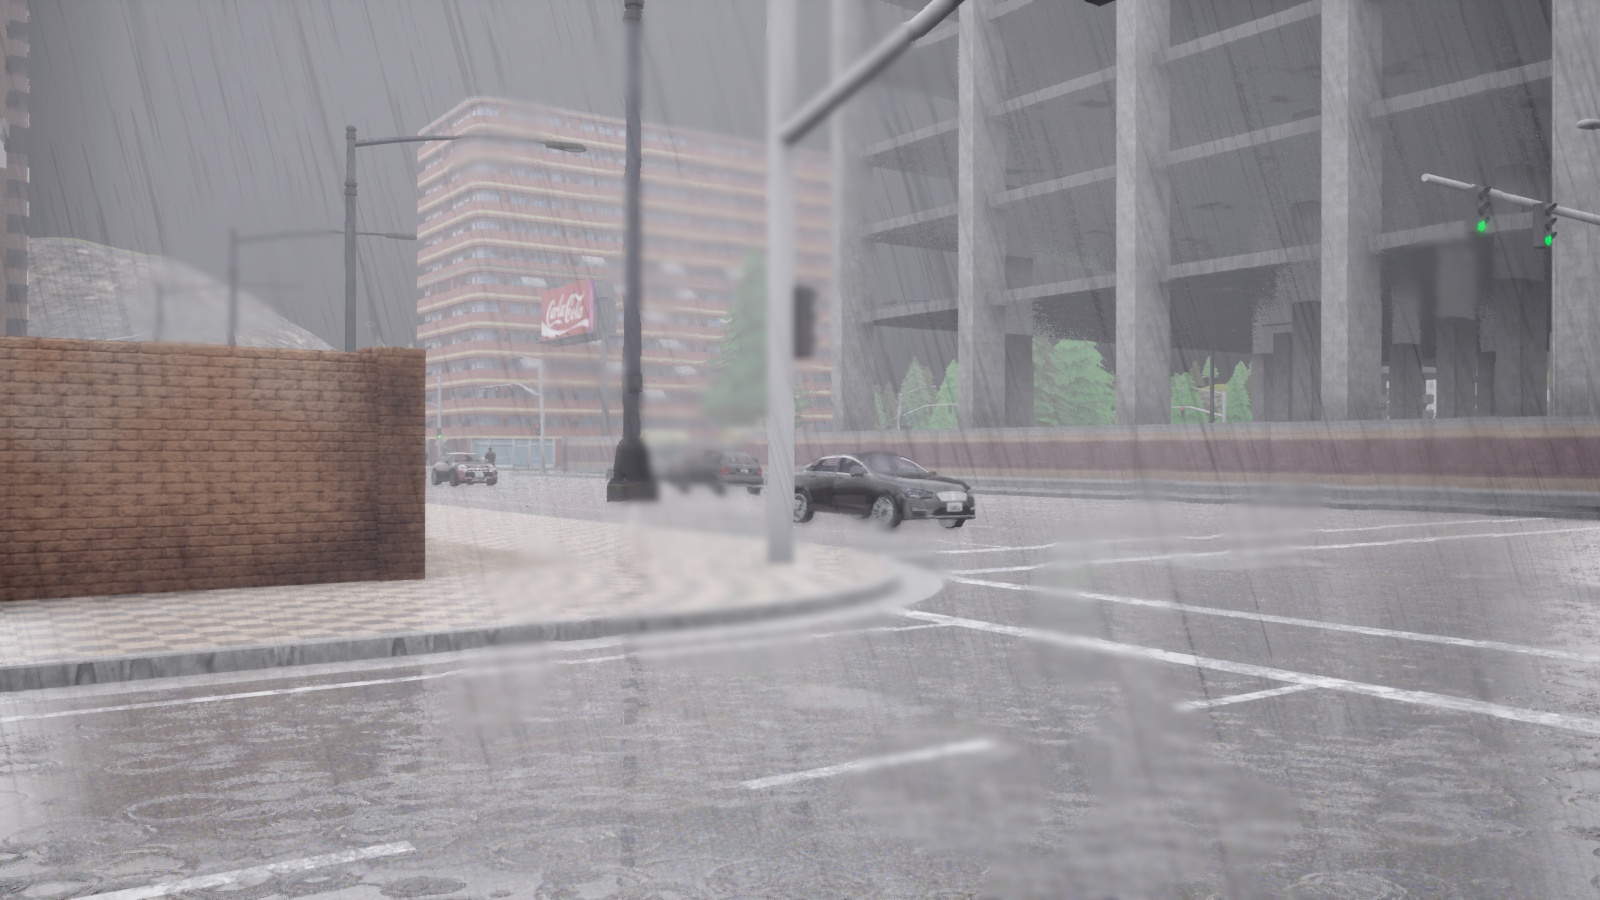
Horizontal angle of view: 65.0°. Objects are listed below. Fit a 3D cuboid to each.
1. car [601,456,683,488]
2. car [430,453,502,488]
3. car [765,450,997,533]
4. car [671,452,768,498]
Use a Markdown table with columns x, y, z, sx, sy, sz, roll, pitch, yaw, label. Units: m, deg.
| x | y | z | sx | sy | sz | roll | pitch | yaw | label |
| --- | --- | --- | --- | --- | --- | --- | --- | --- | --- |
| -7.201 | 0.963 | 56.988 | 1.994 | 1.385 | 4.181 | 0 | 0 | -34 | car |
| -14.880 | 0.878 | 55.821 | 1.970 | 1.475 | 3.806 | 0 | 0 | -34 | car |
| 1.522 | 0.758 | 25.588 | 2.128 | 1.511 | 4.902 | 0 | 0 | -34 | car |
| -2.908 | 0.838 | 44.485 | 1.789 | 1.549 | 3.705 | 0 | 0 | -34 | car |
